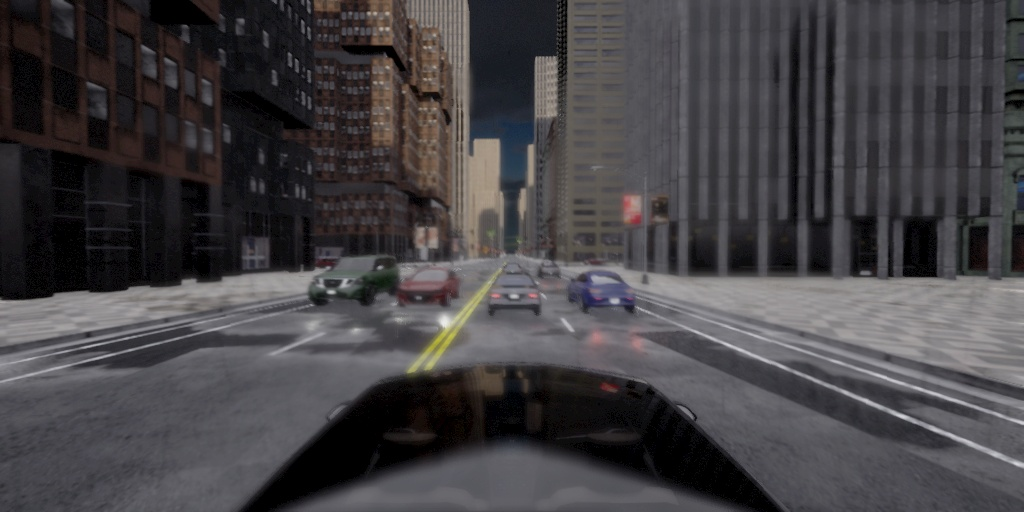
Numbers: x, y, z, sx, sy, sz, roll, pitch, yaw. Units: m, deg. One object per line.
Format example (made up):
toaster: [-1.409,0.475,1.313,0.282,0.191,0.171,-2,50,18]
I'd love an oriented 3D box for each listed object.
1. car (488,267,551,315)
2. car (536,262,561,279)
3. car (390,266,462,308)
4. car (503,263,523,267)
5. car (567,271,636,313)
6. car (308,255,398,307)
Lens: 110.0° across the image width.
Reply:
car: [0.093,1.316,13.649,2.033,1.411,5.357,0,0,0]
car: [3.340,1.276,32.834,2.128,1.511,4.902,0,0,0]
car: [-3.352,1.248,15.418,1.882,1.535,5.008,0,0,0]
car: [0.090,1.349,33.234,1.994,1.385,4.181,0,0,0]
car: [3.340,1.294,13.896,1.812,1.442,4.674,0,0,0]
car: [-6.602,0.992,15.884,2.150,2.045,5.566,0,0,0]
